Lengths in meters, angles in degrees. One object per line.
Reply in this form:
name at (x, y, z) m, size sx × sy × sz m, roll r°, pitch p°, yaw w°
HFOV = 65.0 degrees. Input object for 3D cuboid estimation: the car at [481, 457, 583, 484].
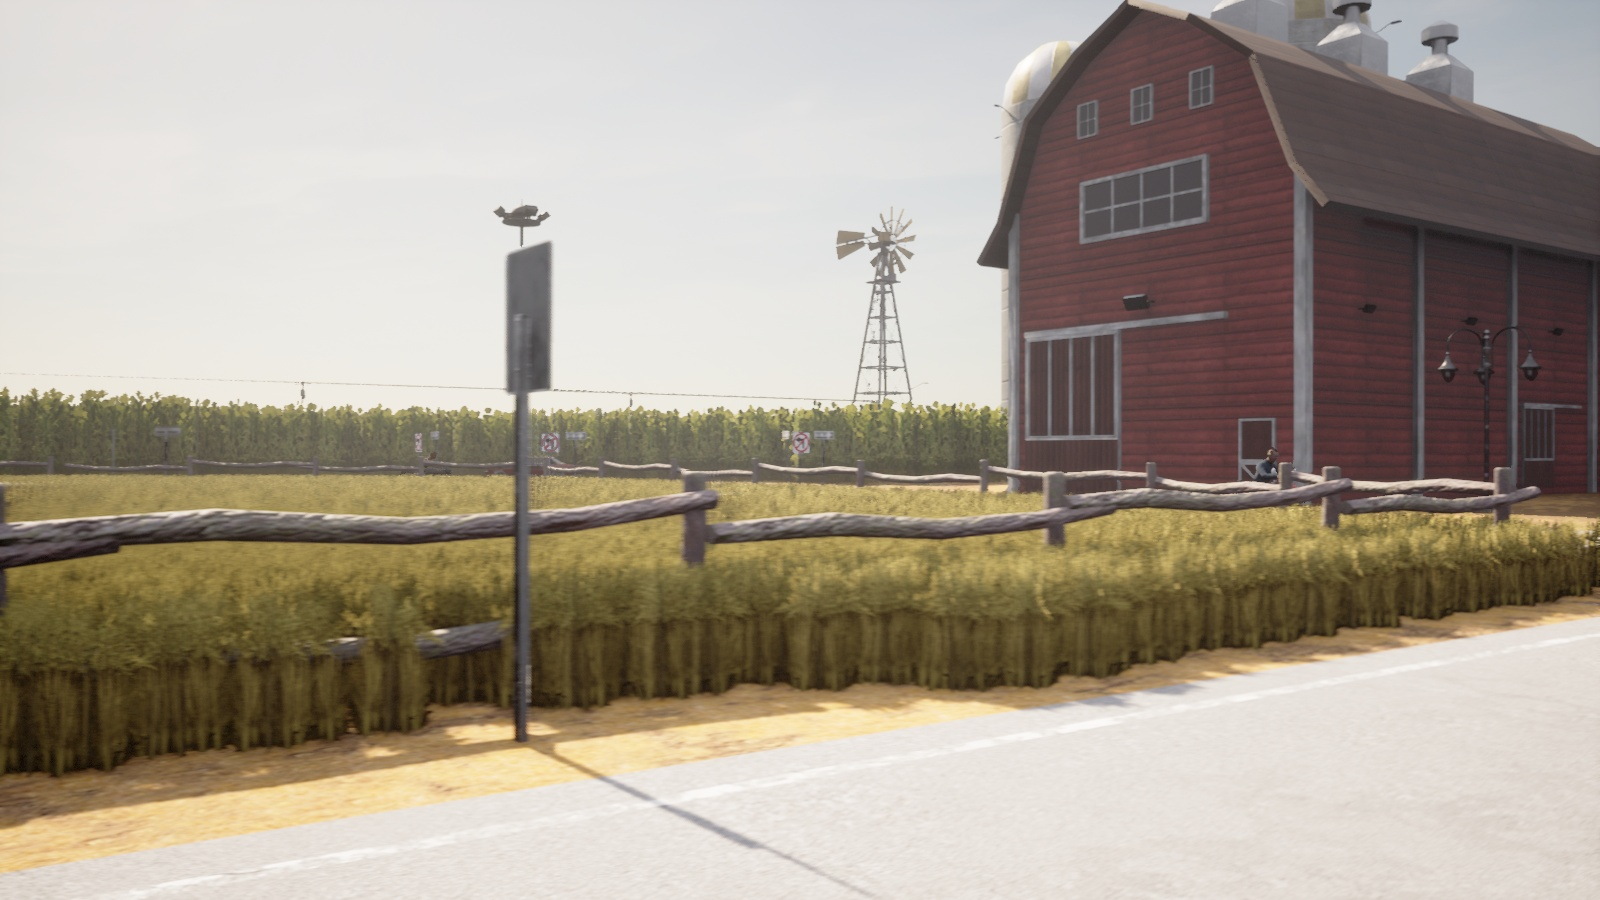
car at (-13.475, 1.030, 63.320) m, size 4.718 × 1.301 × 1.895 m, roll 0°, pitch 0°, yaw -1°

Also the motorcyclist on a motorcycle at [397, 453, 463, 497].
motorcyclist on a motorcycle at (-12.785, 0.861, 43.457) m, size 2.044 × 1.523 × 0.797 m, roll 0°, pitch 0°, yaw 6°
